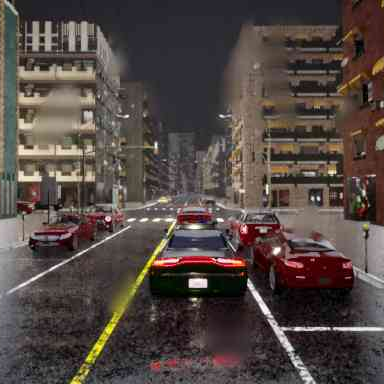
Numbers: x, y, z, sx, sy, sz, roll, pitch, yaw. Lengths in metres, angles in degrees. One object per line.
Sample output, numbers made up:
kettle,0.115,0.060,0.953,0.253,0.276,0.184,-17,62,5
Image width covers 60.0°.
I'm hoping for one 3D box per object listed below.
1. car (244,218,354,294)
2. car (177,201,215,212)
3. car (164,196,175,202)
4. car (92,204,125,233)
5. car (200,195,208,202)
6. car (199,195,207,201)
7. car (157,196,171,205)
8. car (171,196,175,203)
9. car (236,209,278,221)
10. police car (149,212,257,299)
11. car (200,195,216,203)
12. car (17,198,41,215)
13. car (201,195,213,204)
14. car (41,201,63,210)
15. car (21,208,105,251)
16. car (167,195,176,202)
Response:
car,2.605,1.584,8.553,1.802,1.307,4.206,1,0,0
car,0.135,1.482,18.999,1.882,1.535,5.008,0,0,0
car,-5.025,1.575,74.884,1.947,1.339,4.313,1,0,0
car,-5.240,1.444,19.659,1.967,1.590,4.097,1,0,0
car,2.877,1.555,80.556,1.887,1.381,4.507,1,0,0
car,2.898,1.561,86.226,2.008,1.369,4.403,1,0,0
car,-5.090,1.534,57.701,1.752,1.417,4.829,1,0,0
car,-5.047,1.535,69.043,1.752,1.417,4.829,1,0,0
car,2.628,1.443,14.102,1.967,1.590,4.097,1,0,0
police car,0.129,1.506,8.538,2.038,1.542,4.974,0,0,0
car,2.770,1.559,52.201,2.008,1.369,4.403,1,0,0
car,-17.446,1.240,31.216,5.009,1.841,2.192,0,-1,0
car,2.814,1.449,63.543,1.967,1.590,4.097,1,0,0
car,-17.478,1.590,39.092,4.313,1.339,1.947,0,-1,0
car,-5.259,1.585,14.110,1.802,1.307,4.206,1,0,0
car,-5.004,1.555,80.555,1.887,1.381,4.507,1,0,0
